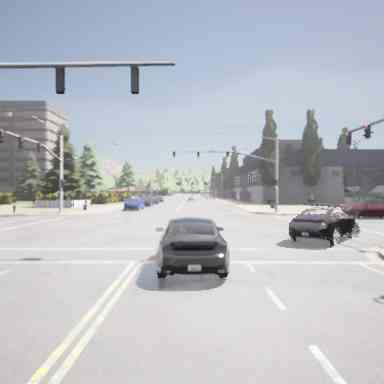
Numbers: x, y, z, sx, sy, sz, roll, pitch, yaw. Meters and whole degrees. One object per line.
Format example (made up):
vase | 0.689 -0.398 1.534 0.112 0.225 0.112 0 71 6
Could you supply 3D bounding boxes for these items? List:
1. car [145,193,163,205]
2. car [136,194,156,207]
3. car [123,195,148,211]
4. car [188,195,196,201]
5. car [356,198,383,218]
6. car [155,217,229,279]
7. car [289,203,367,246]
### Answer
car | -7.013 1.494 60.337 2.128 1.511 4.902 0 0 0
car | -7.080 1.480 50.635 1.882 1.535 5.008 0 0 0
car | -7.129 1.480 41.042 1.882 1.535 5.008 0 0 1
car | 0.004 1.528 83.208 1.812 1.442 4.674 0 0 0
car | 14.649 1.353 27.883 4.553 1.767 2.097 0 0 -1
car | -0.047 1.505 10.063 1.837 1.490 4.892 0 0 -2
car | 6.197 1.493 15.418 2.128 1.511 4.902 -1 0 40
